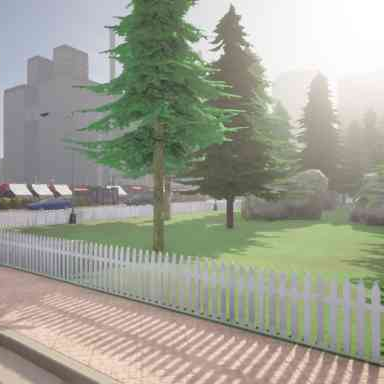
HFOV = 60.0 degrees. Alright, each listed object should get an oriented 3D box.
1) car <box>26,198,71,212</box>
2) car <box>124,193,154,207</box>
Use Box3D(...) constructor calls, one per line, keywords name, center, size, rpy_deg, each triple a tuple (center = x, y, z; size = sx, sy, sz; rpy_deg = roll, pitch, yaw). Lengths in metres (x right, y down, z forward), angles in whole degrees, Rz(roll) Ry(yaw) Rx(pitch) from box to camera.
Box3D(name="car", center=(-16.282, 1.475, 37.996), size=(1.882, 1.535, 5.008), rpy_deg=(0, 0, 34))
Box3D(name="car", center=(-7.789, 1.220, 50.546), size=(2.150, 2.045, 5.566), rpy_deg=(0, 0, 34))
